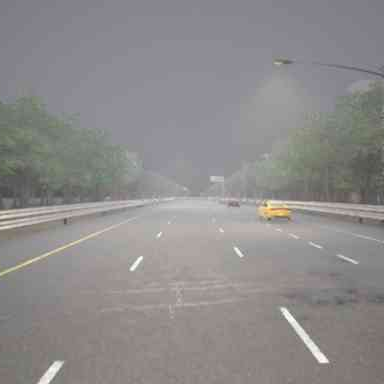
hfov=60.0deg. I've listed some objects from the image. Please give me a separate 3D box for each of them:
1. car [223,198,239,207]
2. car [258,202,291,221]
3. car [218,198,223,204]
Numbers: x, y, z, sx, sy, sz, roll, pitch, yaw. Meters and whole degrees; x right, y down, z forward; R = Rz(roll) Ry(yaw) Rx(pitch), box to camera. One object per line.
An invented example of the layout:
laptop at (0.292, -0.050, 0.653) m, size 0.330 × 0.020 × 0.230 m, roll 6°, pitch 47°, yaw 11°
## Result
car at (7.162, 1.922, 58.879) m, size 1.882 × 1.535 × 5.008 m, roll 0°, pitch -1°, yaw 0°
car at (7.033, 1.590, 28.699) m, size 1.882 × 1.535 × 5.008 m, roll 0°, pitch 0°, yaw 0°
car at (7.318, 2.263, 80.652) m, size 2.033 × 1.411 × 5.357 m, roll 0°, pitch -1°, yaw 0°
